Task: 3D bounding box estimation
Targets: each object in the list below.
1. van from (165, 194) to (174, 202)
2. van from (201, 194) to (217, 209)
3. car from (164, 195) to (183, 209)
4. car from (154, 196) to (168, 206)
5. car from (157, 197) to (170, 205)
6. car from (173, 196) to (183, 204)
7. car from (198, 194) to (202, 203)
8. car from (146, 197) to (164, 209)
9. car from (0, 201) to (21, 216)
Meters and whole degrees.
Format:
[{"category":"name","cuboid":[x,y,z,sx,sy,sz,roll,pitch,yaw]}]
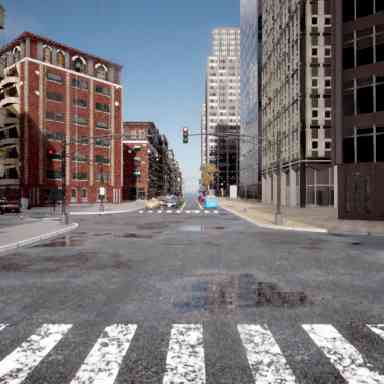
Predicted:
[{"category":"van","cuboid":[-5.312,1.474,79.090,1.690,1.788,3.998,0,0,0]},{"category":"van","cuboid":[2.569,1.386,45.776,1.690,1.788,3.998,0,0,0]},{"category":"car","cuboid":[-2.813,1.537,45.966,2.128,1.511,4.902,0,0,2]},{"category":"car","cuboid":[-5.312,1.510,56.882,1.967,1.590,4.097,0,0,0]},{"category":"car","cuboid":[-5.313,1.650,62.434,1.947,1.339,4.313,0,0,0]},{"category":"car","cuboid":[-2.775,1.621,66.420,1.812,1.442,4.674,0,0,1]},{"category":"car","cuboid":[2.567,1.644,67.985,1.887,1.381,4.507,0,0,0]},{"category":"car","cuboid":[-5.312,1.570,45.606,1.752,1.417,4.829,0,0,0]},{"category":"car","cuboid":[-20.102,1.656,35.542,5.008,1.535,1.882,-1,-1,41]}]
